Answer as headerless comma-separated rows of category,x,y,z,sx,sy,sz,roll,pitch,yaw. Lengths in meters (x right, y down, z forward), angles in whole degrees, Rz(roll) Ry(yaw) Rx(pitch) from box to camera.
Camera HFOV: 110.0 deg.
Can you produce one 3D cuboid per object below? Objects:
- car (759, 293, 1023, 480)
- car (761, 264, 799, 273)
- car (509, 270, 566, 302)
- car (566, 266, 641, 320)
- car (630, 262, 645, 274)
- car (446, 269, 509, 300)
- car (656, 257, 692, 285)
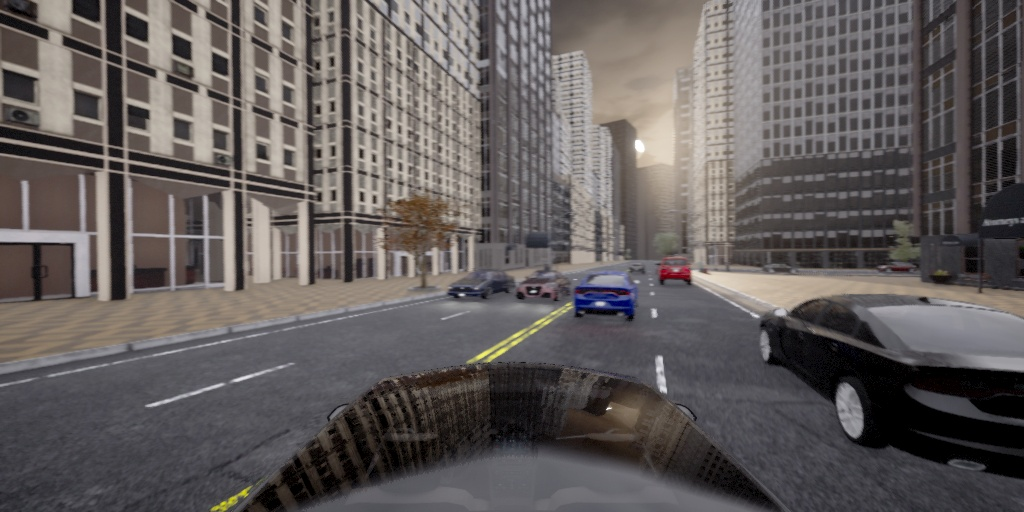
car,5.003,1.233,4.872,1.882,1.535,5.008,0,0,21
car,38.514,1.786,51.511,4.403,1.370,2.007,0,0,20
car,1.666,1.414,17.875,1.994,1.385,4.181,0,0,21
car,3.527,1.291,13.067,1.882,1.535,5.008,0,0,21
car,16.353,1.487,46.857,2.128,1.511,4.902,0,0,21
car,-1.386,1.414,18.999,2.033,1.411,5.357,0,0,21
car,12.580,1.107,27.888,2.150,2.045,5.566,0,0,21
